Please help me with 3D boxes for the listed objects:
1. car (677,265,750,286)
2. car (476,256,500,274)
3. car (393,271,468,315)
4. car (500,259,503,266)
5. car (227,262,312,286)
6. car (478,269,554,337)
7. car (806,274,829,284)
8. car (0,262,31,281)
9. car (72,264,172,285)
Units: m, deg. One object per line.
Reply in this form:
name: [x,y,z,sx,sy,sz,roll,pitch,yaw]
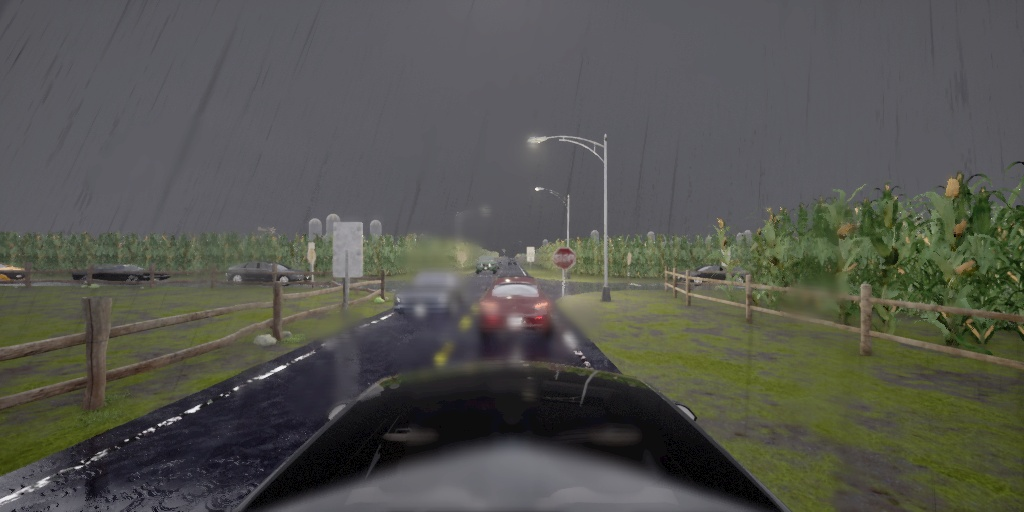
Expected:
car: [14.462,1.371,25.892,4.892,1.490,1.837,0,-1,1]
car: [-2.830,0.961,41.180,2.150,2.045,5.566,0,0,0]
car: [-2.846,1.298,13.779,2.033,1.411,5.357,0,0,0]
car: [-2.818,1.279,53.192,2.033,1.411,5.357,0,0,0]
car: [-15.656,1.155,23.252,4.892,1.490,1.837,0,-1,1]
car: [0.101,1.276,10.154,1.812,1.442,4.674,0,0,0]
car: [24.482,1.157,25.791,5.566,2.045,2.150,0,-1,1]
car: [-34.711,1.027,23.457,5.008,1.535,1.882,0,-1,1]
car: [-25.259,1.199,23.350,4.718,1.301,1.895,0,-1,0]
